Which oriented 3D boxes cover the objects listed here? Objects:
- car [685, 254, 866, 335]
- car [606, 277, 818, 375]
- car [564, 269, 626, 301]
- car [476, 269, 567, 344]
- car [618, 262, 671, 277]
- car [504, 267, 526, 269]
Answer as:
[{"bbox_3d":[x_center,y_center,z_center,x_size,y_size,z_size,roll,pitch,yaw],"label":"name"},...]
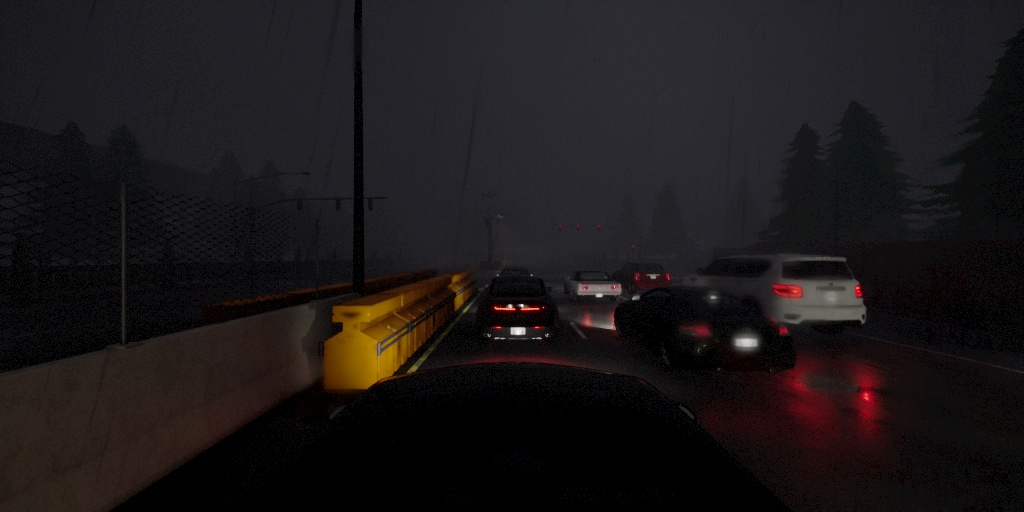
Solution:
[{"bbox_3d":[7.126,0.972,10.669,2.150,2.045,5.566,0,0,0],"label":"car"},{"bbox_3d":[3.622,1.314,7.566,1.994,1.385,4.181,0,0,0],"label":"car"},{"bbox_3d":[3.643,1.351,17.152,1.895,1.301,4.718,0,0,0],"label":"car"},{"bbox_3d":[0.122,1.255,9.601,1.837,1.490,4.892,0,0,0],"label":"car"},{"bbox_3d":[7.152,1.102,20.255,2.097,1.767,4.553,0,0,0],"label":"car"},{"bbox_3d":[0.147,1.297,19.118,2.033,1.411,5.357,0,0,0],"label":"car"}]
